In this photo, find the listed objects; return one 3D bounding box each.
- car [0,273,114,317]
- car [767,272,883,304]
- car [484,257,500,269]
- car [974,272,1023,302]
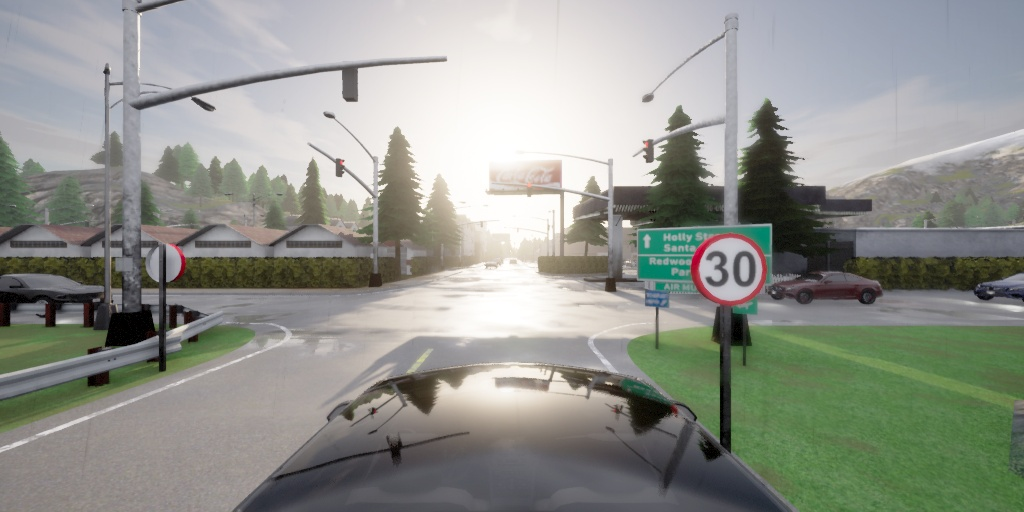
[{"bbox_3d":[-18.335,1.419,13.722,5.008,1.535,1.882,0,0,1],"label":"car"},{"bbox_3d":[14.793,1.467,17.048,4.674,1.442,1.812,0,0,0],"label":"car"},{"bbox_3d":[-3.396,1.287,58.598,1.812,1.442,4.674,0,0,0],"label":"car"},{"bbox_3d":[24.993,1.467,16.946,4.674,1.442,1.812,0,0,1],"label":"car"}]
